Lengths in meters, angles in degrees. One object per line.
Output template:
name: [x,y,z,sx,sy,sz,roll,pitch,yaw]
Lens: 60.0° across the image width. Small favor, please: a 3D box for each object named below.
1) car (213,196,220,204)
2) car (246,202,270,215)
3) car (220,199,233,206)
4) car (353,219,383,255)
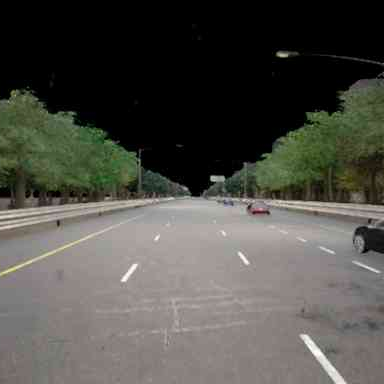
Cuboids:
car: [7.433,2.409,88.413,1.895,1.301,4.718,0,-1,1]
car: [7.074,1.741,36.011,1.994,1.385,4.181,0,-1,0]
car: [7.252,2.071,67.318,1.812,1.442,4.674,0,-1,0]
car: [7.007,1.507,10.682,2.128,1.511,4.902,0,0,0]
